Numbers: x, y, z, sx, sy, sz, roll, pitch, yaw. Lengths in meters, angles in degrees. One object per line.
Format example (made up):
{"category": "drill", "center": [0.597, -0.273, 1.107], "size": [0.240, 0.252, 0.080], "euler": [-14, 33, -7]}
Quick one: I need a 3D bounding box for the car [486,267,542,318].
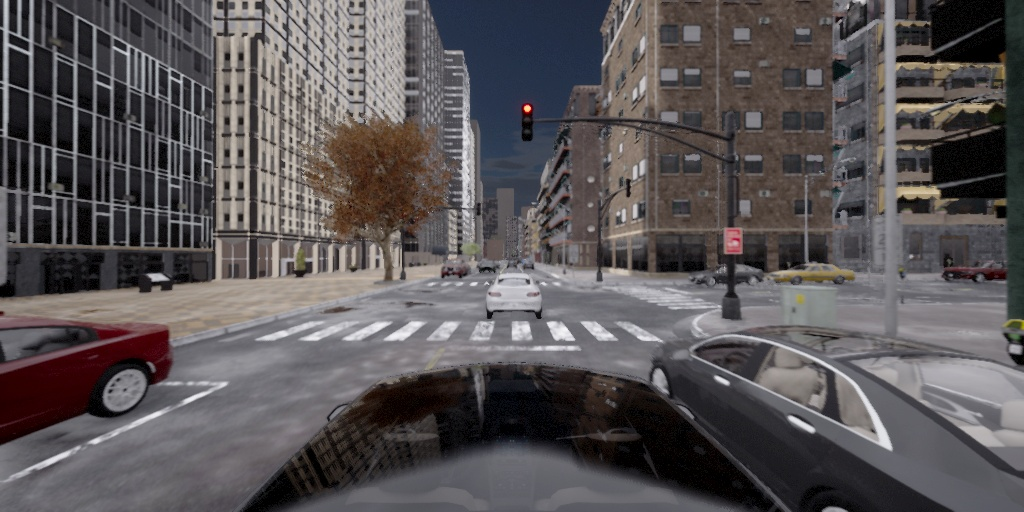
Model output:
{"category": "car", "center": [0.075, 1.319, 13.123], "size": [1.812, 1.442, 4.674], "euler": [0, 0, 0]}

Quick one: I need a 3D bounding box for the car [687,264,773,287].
{"category": "car", "center": [13.431, 1.174, 22.637], "size": [4.403, 1.370, 2.007], "euler": [0, 0, -1]}

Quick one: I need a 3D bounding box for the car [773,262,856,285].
{"category": "car", "center": [18.828, 1.072, 22.693], "size": [4.829, 1.417, 1.751], "euler": [0, 0, -1]}

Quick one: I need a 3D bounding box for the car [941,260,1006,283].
{"category": "car", "center": [30.133, 0.939, 22.810], "size": [4.507, 1.381, 1.888], "euler": [0, 0, -1]}

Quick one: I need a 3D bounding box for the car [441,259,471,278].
{"category": "car", "center": [-5.698, 1.205, 35.604], "size": [2.192, 1.841, 5.009], "euler": [0, 0, 0]}

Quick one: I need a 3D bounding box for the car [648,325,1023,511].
{"category": "car", "center": [2.689, 1.306, 3.218], "size": [2.007, 1.370, 4.403], "euler": [0, 0, 0]}

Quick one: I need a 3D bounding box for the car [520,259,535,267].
{"category": "car", "center": [2.679, 1.558, 57.696], "size": [1.948, 1.339, 4.313], "euler": [0, 0, 0]}

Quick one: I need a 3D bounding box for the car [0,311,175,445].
{"category": "car", "center": [-5.691, 1.300, 3.217], "size": [1.888, 1.381, 4.507], "euler": [0, 0, 0]}

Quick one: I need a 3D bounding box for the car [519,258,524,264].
{"category": "car", "center": [2.678, 1.544, 63.389], "size": [1.751, 1.417, 4.829], "euler": [0, 0, 0]}

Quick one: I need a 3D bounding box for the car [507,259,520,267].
{"category": "car", "center": [-0.013, 1.555, 65.346], "size": [1.812, 1.442, 4.674], "euler": [0, 0, 0]}

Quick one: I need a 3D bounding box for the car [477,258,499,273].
{"category": "car", "center": [-3.095, 1.290, 46.145], "size": [2.097, 1.767, 4.553], "euler": [0, 0, 0]}
